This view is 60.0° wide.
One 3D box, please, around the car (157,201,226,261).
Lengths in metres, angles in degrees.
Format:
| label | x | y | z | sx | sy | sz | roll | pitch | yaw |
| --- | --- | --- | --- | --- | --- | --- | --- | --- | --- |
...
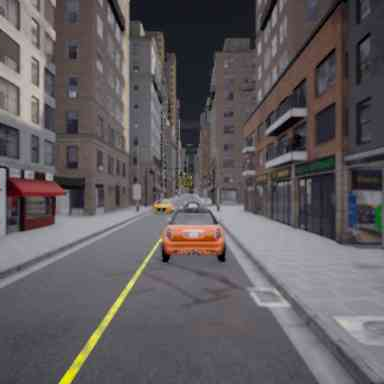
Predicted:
| label | x | y | z | sx | sy | sz | roll | pitch | yaw |
| --- | --- | --- | --- | --- | --- | --- | --- | --- | --- |
| car | 0.068 | 1.379 | 12.581 | 2.097 | 1.767 | 4.553 | 0 | 0 | 0 |

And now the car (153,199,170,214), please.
| label | x | y | z | sx | sy | sz | roll | pitch | yaw |
| --- | --- | --- | --- | --- | --- | --- | --- | --- | --- |
| car | -3.085 | 1.565 | 36.313 | 1.882 | 1.535 | 5.008 | 0 | 0 | 0 |

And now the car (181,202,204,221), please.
| label | x | y | z | sx | sy | sz | roll | pitch | yaw |
| --- | --- | --- | --- | --- | --- | --- | --- | --- | --- |
| car | 0.070 | 1.593 | 28.439 | 1.812 | 1.442 | 4.674 | 0 | 0 | 0 |
